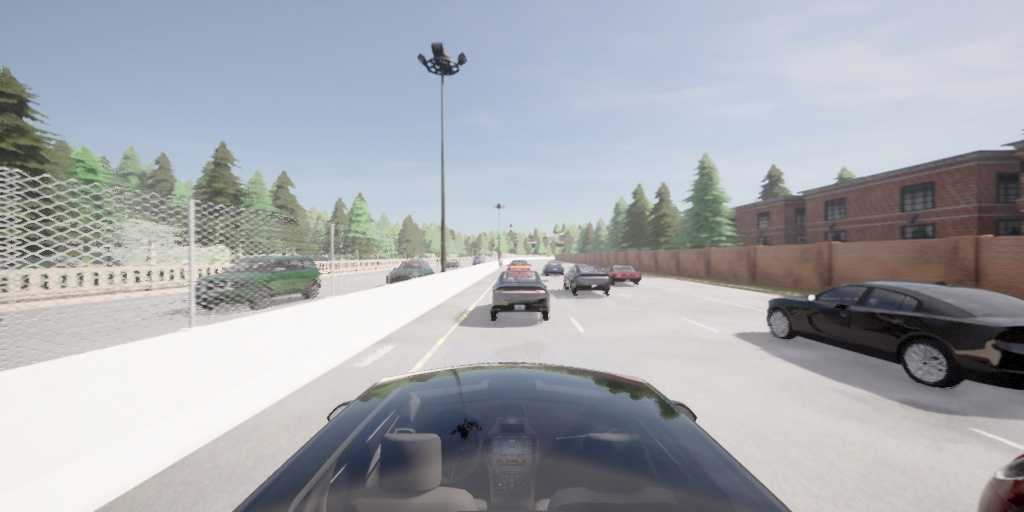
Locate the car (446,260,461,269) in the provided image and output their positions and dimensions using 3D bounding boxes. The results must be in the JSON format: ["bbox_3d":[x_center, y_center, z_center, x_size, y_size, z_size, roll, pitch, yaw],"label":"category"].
[{"bbox_3d":[-9.459,1.354,58.266,1.994,1.385,4.181,0,0,2],"label":"car"}]

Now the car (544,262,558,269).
[{"bbox_3d":[4.273,1.285,37.220,1.994,1.385,4.181,0,0,1],"label":"car"}]

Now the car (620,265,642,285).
[{"bbox_3d":[7.531,1.306,25.422,1.895,1.301,4.718,0,0,1],"label":"car"}]

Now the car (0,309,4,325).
[{"bbox_3d":[-14.047,1.176,7.095,2.097,1.767,4.553,0,0,1],"label":"car"}]

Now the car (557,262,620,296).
[{"bbox_3d":[3.905,1.217,19.230,2.128,1.511,4.902,0,0,1],"label":"car"}]

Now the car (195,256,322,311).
[{"bbox_3d":[-10.370,1.025,15.248,2.150,2.045,5.566,0,0,1],"label":"car"}]

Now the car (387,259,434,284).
[{"bbox_3d":[-6.697,1.134,24.109,2.097,1.767,4.553,0,0,1],"label":"car"}]

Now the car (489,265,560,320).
[{"bbox_3d":[0.268,1.238,12.565,2.128,1.511,4.902,0,0,1],"label":"car"}]

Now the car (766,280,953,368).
[{"bbox_3d":[7.152,1.188,6.788,1.882,1.535,5.008,0,0,1],"label":"car"}]

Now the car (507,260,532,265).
[{"bbox_3d":[0.634,1.093,30.528,2.097,1.767,4.553,0,0,1],"label":"car"}]
